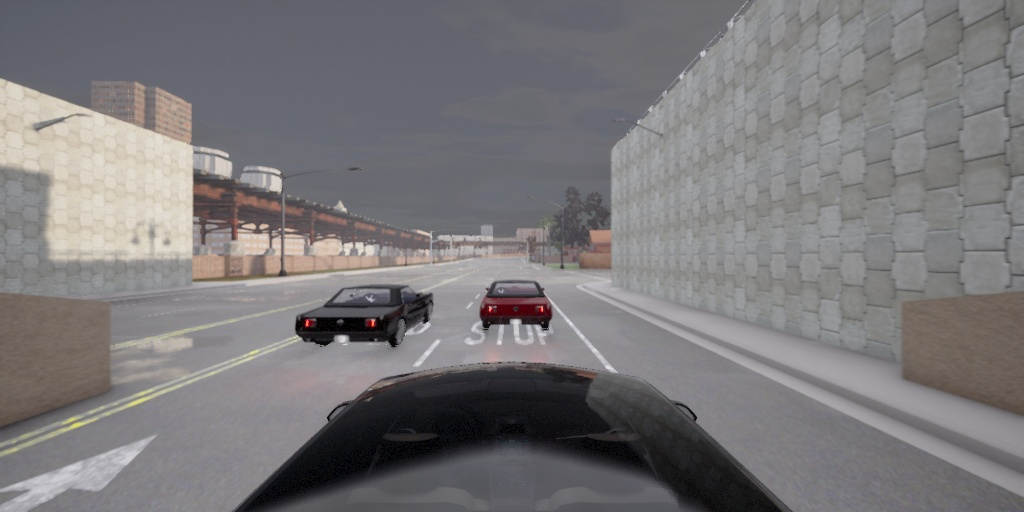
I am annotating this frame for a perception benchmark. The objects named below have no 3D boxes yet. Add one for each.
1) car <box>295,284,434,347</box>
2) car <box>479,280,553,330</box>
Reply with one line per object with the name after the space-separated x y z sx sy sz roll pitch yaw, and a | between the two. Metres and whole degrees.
-3.398 1.379 9.396 1.895 1.301 4.718 0 0 0 | car
0.102 1.388 11.279 1.895 1.301 4.718 0 0 0 | car
